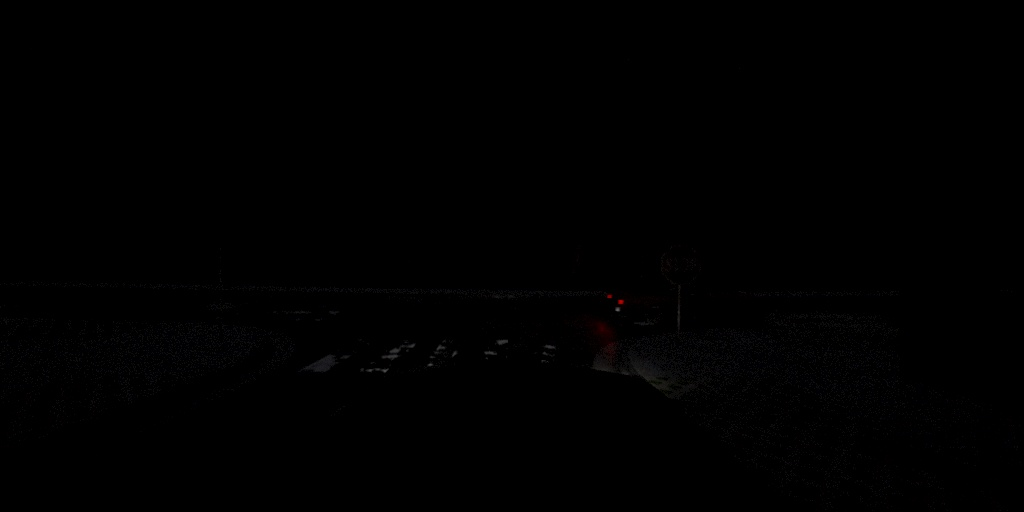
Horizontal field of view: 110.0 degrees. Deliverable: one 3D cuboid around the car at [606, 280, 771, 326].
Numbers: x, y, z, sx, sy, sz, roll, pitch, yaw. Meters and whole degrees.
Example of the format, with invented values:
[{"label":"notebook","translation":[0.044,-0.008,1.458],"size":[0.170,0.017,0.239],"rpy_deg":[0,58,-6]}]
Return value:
[{"label":"car","translation":[5.703,1.477,11.856],"size":[4.718,1.301,1.895],"rpy_deg":[0,1,0]}]
